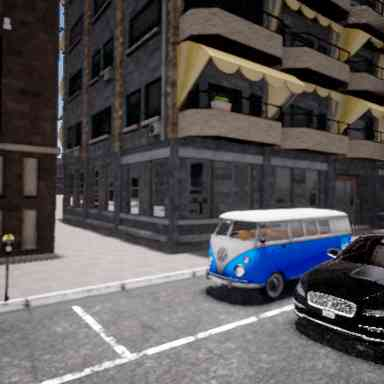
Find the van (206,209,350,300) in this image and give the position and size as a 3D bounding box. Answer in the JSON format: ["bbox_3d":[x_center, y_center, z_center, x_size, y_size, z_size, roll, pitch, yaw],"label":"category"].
[{"bbox_3d":[2.230,1.329,8.120,3.998,1.788,1.690,0,1,-35],"label":"van"}]

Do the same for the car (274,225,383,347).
[{"bbox_3d":[3.933,1.492,6.174,4.892,1.490,1.837,0,0,-35],"label":"car"}]
